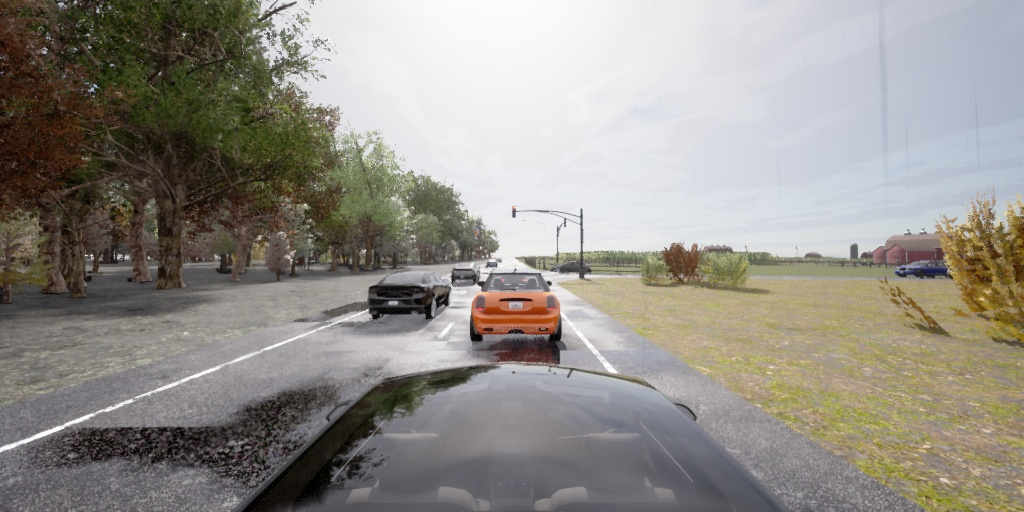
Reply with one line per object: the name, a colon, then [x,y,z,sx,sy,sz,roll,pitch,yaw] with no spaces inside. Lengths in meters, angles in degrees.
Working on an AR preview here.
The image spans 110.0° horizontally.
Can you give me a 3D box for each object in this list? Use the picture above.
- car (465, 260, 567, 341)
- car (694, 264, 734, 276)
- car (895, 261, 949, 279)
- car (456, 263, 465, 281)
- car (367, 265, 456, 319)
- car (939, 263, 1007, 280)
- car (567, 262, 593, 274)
car: [0.079,1.104,9.993,2.097,1.767,4.553,0,0,0]
car: [23.180,1.624,41.342,4.181,1.385,1.994,1,-1,0]
car: [47.635,1.550,41.261,5.566,2.045,2.150,1,-1,1]
car: [-3.468,1.247,27.464,2.128,1.511,4.902,0,0,0]
car: [-3.429,1.231,12.809,1.882,1.535,5.008,0,-1,0]
car: [48.883,1.772,37.669,4.902,1.511,2.128,1,-1,1]
car: [7.165,1.418,43.021,4.892,1.490,1.837,1,0,21]
